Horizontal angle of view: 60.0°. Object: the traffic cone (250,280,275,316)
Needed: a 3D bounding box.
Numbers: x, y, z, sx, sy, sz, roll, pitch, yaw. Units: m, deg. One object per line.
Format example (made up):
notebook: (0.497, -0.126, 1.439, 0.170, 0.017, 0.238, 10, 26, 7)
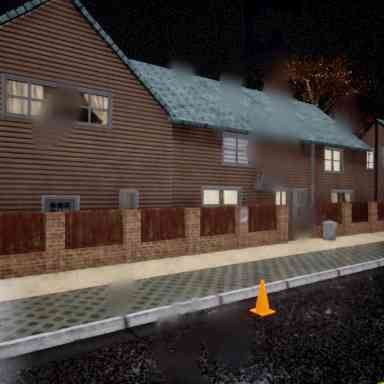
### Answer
traffic cone: (1.324, 1.955, 6.247, 0.340, 0.580, 0.340, 0, 0, -34)
